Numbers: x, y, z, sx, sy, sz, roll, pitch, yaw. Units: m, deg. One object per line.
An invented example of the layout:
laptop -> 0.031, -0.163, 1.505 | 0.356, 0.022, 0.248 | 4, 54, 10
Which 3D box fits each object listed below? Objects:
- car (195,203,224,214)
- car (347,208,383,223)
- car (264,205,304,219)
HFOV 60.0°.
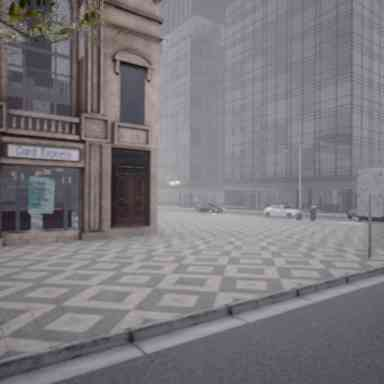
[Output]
car -> 2.381, 2.324, 46.764 | 1.837, 1.490, 4.892 | 1, -1, -36
car -> 15.757, 1.962, 28.306 | 2.128, 1.511, 4.902 | 1, -1, -35
car -> 9.921, 2.148, 36.358 | 1.812, 1.442, 4.674 | 1, -1, -36
